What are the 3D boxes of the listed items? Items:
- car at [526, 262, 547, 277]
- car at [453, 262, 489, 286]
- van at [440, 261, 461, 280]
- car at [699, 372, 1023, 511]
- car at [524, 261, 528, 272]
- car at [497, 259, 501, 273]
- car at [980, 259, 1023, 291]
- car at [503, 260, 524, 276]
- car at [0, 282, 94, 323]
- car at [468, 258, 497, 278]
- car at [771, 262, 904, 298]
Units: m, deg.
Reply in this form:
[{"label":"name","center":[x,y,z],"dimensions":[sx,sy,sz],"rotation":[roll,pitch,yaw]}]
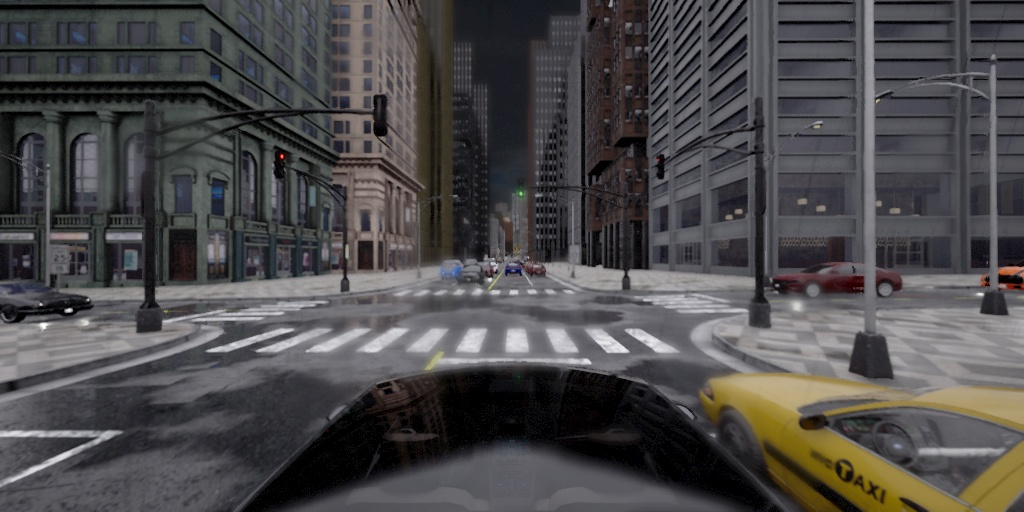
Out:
[{"label":"car","center":[2.827,1.574,39.681],"dimensions":[1.888,1.381,4.507],"rotation":[0,0,0]},{"label":"car","center":[-3.058,1.443,27.620],"dimensions":[1.837,1.490,4.892],"rotation":[0,0,0]},{"label":"van","center":[-5.736,1.328,34.185],"dimensions":[1.690,1.789,3.998],"rotation":[0,0,0]},{"label":"car","center":[2.768,1.274,1.759],"dimensions":[1.751,1.417,4.829],"rotation":[0,0,0]},{"label":"car","center":[2.832,1.617,45.206],"dimensions":[1.888,1.381,4.507],"rotation":[0,0,0]},{"label":"car","center":[-3.031,1.318,48.331],"dimensions":[2.150,2.045,5.566],"rotation":[0,0,0]},{"label":"car","center":[24.631,0.761,16.386],"dimensions":[4.553,1.767,2.097],"rotation":[-1,0,0]},{"label":"car","center":[0.156,1.537,43.622],"dimensions":[1.882,1.535,5.008],"rotation":[0,0,0]},{"label":"car","center":[-19.183,1.691,13.399],"dimensions":[5.357,1.411,2.033],"rotation":[-1,0,0]},{"label":"car","center":[-3.052,1.368,37.891],"dimensions":[2.097,1.767,4.553],"rotation":[0,0,0]},{"label":"car","center":[14.709,1.053,16.432],"dimensions":[5.008,1.535,1.882],"rotation":[-1,0,2]}]
